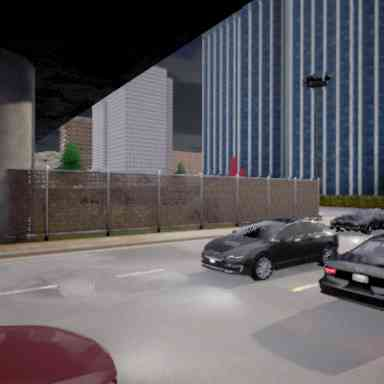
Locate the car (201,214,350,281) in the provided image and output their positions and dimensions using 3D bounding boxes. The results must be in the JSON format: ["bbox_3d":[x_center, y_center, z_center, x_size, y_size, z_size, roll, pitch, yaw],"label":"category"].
[{"bbox_3d":[2.515,1.559,10.111,4.892,1.490,1.837,0,0,-35],"label":"car"}]

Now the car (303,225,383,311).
[{"bbox_3d":[5.045,1.603,7.385,5.357,1.411,2.033,0,0,-35],"label":"car"}]

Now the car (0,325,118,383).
[{"bbox_3d":[-2.714,1.520,1.884,4.674,1.442,1.812,1,0,-35],"label":"car"}]

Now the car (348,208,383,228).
[{"bbox_3d":[10.573,1.683,20.049,5.357,1.411,2.033,0,0,-35],"label":"car"}]
